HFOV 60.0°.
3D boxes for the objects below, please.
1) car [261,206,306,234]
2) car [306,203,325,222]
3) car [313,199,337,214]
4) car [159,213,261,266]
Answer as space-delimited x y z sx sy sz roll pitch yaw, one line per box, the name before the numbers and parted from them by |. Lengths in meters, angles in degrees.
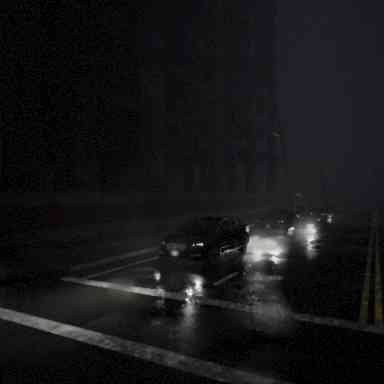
car | 5.528 1.717 21.161 2.128 1.511 4.902 -1 -1 29
car | 10.371 1.895 29.866 1.895 1.301 4.718 -1 -1 29
car | 16.650 1.947 41.050 1.994 1.385 4.181 -1 -1 30
car | 0.669 1.648 12.447 2.128 1.511 4.902 -1 -1 30
